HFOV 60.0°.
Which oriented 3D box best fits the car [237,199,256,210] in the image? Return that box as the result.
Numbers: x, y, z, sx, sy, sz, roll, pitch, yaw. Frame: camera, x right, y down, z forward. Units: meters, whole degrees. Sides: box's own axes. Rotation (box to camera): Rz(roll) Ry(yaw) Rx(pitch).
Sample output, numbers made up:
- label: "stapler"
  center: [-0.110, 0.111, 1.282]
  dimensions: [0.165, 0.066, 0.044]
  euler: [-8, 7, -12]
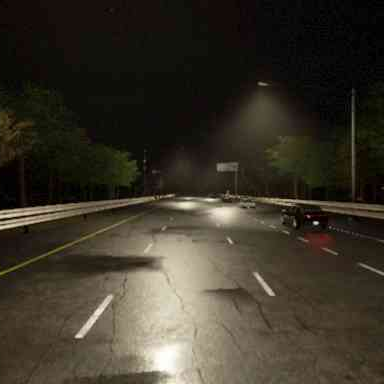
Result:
- label: "car"
  center: [7.102, 1.634, 44.084]
  dimensions: [1.895, 1.301, 4.718]
  euler: [0, 0, 0]

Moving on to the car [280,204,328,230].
- label: "car"
  center: [7.023, 1.516, 21.236]
  dimensions: [1.837, 1.490, 4.892]
  euler: [0, 0, 0]

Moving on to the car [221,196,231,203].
- label: "car"
  center: [7.272, 1.584, 71.539]
  dimensions: [2.128, 1.511, 4.902]
  euler: [0, 0, 0]
